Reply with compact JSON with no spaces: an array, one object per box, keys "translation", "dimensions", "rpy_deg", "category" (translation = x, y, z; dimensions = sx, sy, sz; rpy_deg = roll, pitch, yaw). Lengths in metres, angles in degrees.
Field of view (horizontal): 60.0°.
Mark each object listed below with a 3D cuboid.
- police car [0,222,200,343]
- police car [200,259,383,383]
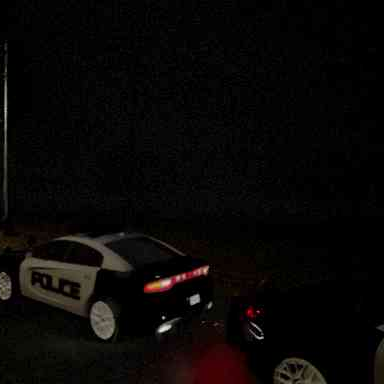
[{"translation":[-2.056,1.450,6.639],"dimensions":[5.238,1.638,1.930],"rpy_deg":[0,0,36],"category":"police car"},{"translation":[2.814,1.444,3.138],"dimensions":[5.238,1.638,1.930],"rpy_deg":[0,0,36],"category":"police car"}]
